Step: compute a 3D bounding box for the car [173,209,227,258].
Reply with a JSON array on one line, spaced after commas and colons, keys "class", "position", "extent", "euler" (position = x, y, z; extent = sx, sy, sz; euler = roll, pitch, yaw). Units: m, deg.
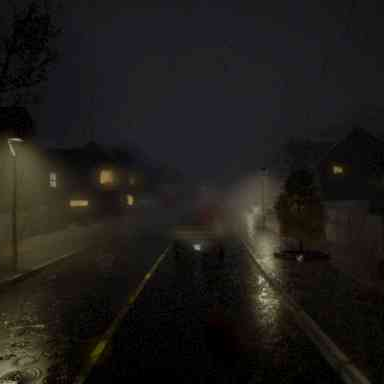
[{"class": "car", "position": [0.364, 1.645, 13.399], "extent": [2.128, 1.511, 4.902], "euler": [0, 0, 4]}]

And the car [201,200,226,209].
[{"class": "car", "position": [1.746, 1.777, 28.997], "extent": [1.882, 1.535, 5.008], "euler": [0, 0, 8]}]

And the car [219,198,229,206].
[{"class": "car", "position": [6.100, 2.059, 65.281], "extent": [1.837, 1.490, 4.892], "euler": [-1, 0, 16]}]
